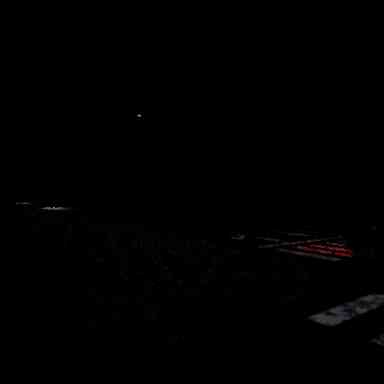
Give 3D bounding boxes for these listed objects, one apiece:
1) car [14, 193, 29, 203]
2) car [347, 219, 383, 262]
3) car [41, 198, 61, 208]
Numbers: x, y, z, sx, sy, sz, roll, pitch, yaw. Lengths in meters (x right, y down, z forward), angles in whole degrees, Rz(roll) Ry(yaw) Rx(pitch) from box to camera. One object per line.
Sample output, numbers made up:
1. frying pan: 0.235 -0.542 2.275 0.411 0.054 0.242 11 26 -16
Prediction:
1. car: -35.490 1.234 69.263 2.150 2.045 5.566 1 -1 -36
2. car: 7.176 1.558 9.838 1.837 1.490 4.892 1 0 -36
3. car: -20.655 1.550 48.595 1.994 1.385 4.181 1 0 -36
